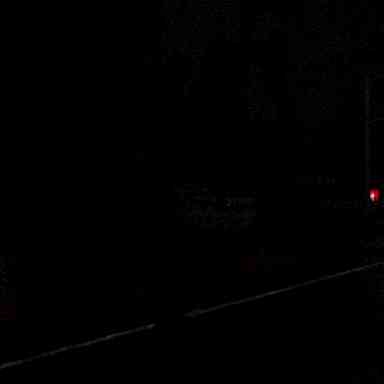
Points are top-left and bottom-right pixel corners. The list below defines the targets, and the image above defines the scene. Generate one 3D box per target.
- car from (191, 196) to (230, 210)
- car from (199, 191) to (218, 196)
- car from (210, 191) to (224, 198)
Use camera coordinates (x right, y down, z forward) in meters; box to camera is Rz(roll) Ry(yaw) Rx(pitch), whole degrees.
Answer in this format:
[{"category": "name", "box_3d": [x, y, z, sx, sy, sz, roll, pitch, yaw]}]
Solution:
[{"category": "car", "box_3d": [1.997, 1.437, 36.565, 1.895, 1.301, 4.718, -1, 0, -37]}, {"category": "car", "box_3d": [4.924, 0.660, 92.407, 1.932, 1.855, 4.605, -1, 0, -37]}, {"category": "car", "box_3d": [7.008, 0.617, 94.473, 1.905, 1.878, 3.866, -1, 0, -37]}]
